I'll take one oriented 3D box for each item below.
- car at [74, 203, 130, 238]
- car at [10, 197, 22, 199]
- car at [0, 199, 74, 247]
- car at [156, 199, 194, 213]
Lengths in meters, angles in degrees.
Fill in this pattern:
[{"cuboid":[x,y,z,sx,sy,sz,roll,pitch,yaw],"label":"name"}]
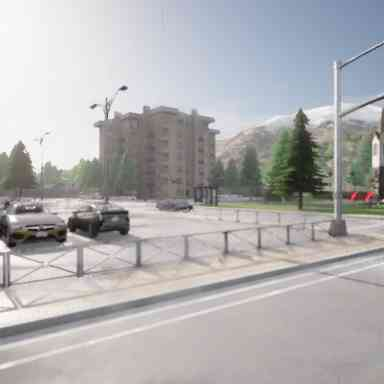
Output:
[{"cuboid":[-4.659,1.310,16.526,2.007,1.523,4.514,0,0,-36],"label":"car"},{"cuboid":[-19.910,1.345,37.626,1.845,1.501,3.633,0,0,-36],"label":"car"},{"cuboid":[-7.171,1.317,14.647,2.152,1.636,5.027,0,0,-36],"label":"car"},{"cuboid":[-1.967,1.448,36.650,2.033,1.411,5.357,0,0,-36],"label":"car"}]
